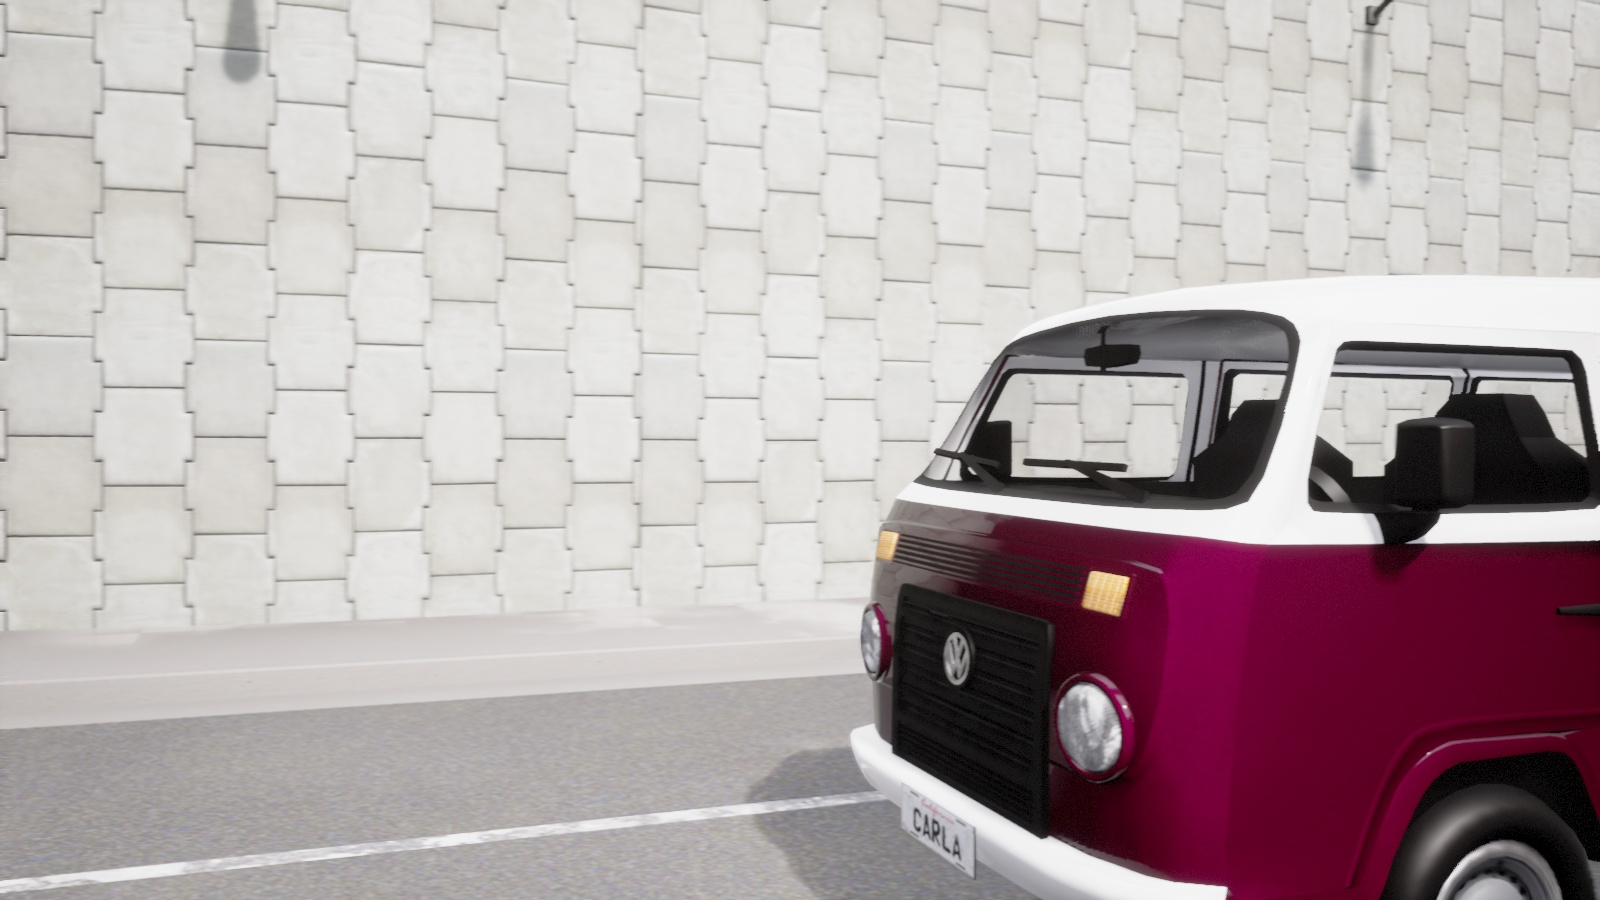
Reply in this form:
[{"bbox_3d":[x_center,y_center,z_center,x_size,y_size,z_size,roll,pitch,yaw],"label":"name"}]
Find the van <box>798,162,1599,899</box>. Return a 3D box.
[{"bbox_3d":[2.467,0.419,4.172,4.480,2.038,2.069,-1,1,-21],"label":"van"}]
